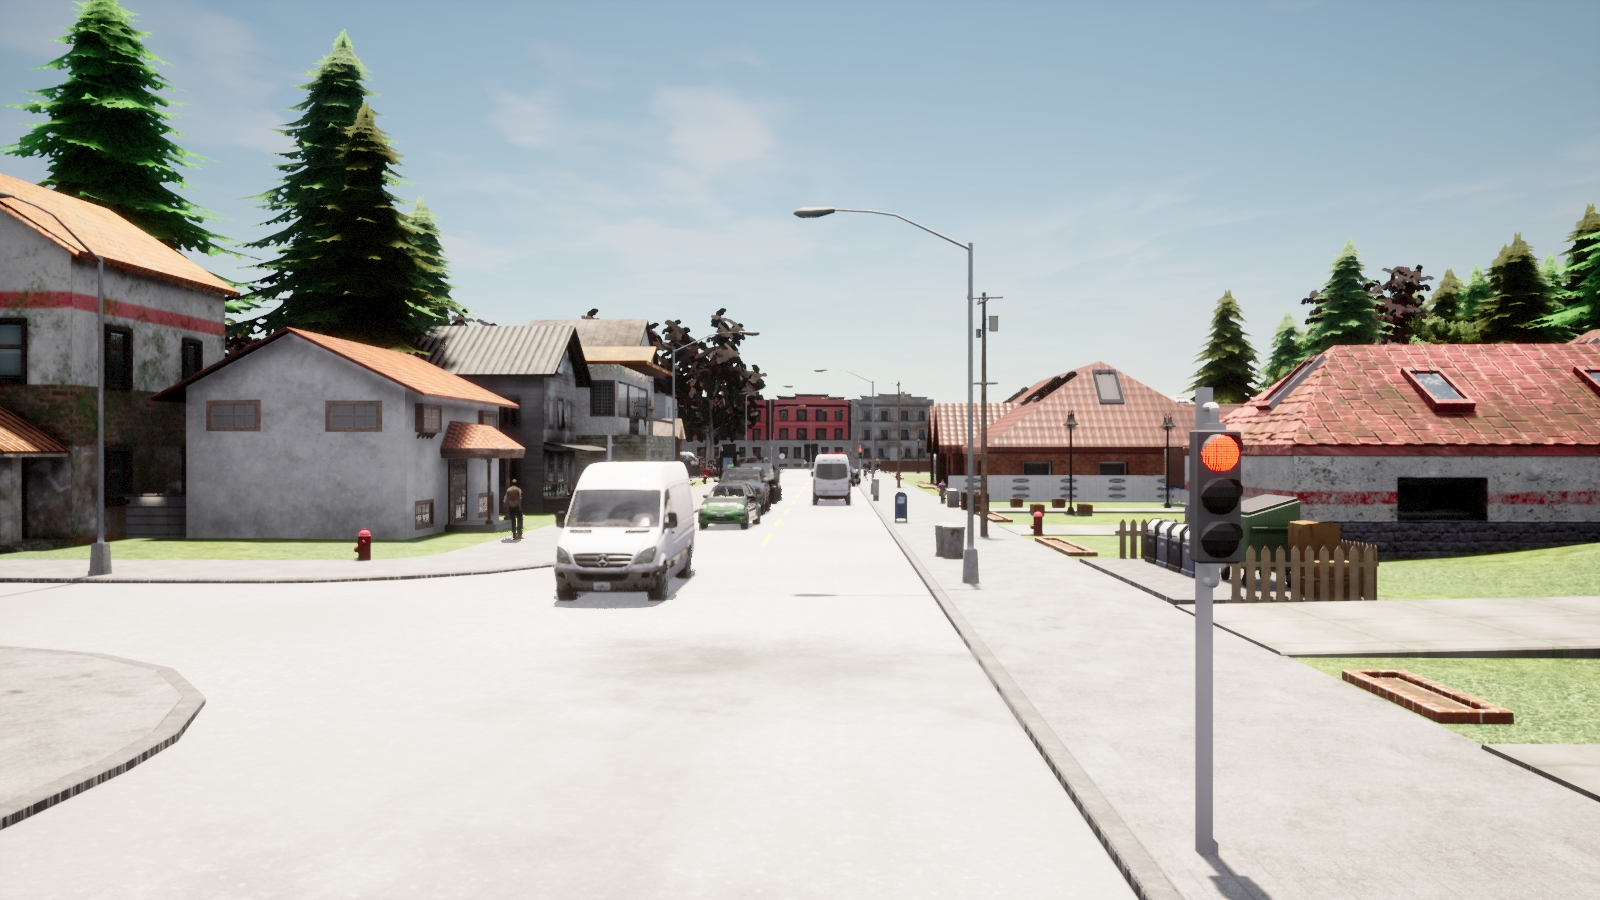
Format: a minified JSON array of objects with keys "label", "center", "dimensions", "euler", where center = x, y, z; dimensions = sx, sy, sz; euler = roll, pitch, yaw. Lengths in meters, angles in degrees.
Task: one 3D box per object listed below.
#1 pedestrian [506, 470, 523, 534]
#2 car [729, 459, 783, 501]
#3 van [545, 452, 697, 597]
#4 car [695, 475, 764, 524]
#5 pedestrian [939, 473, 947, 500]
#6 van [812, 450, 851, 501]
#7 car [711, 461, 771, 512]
[{"label":"pedestrian","center":[-8.420,1.525,33.693],"dimensions":[0.375,1.860,0.375],"euler":[0,0,3]},{"label":"car","center":[-2.277,1.533,61.064],"dimensions":[2.390,2.098,6.274],"euler":[0,0,2]},{"label":"van","center":[-3.424,1.315,23.126],"dimensions":[1.988,2.561,5.915],"euler":[0,0,2]},{"label":"car","center":[-2.533,1.779,41.798],"dimensions":[1.851,1.617,3.988],"euler":[0,0,7]},{"label":"pedestrian","center":[7.106,1.803,56.731],"dimensions":[0.375,1.300,0.375],"euler":[0,0,8]},{"label":"van","center":[1.687,1.313,60.929],"dimensions":[1.988,2.561,5.915],"euler":[0,0,2]},{"label":"car","center":[-2.540,1.559,50.605],"dimensions":[2.150,2.045,5.566],"euler":[0,0,3]}]
